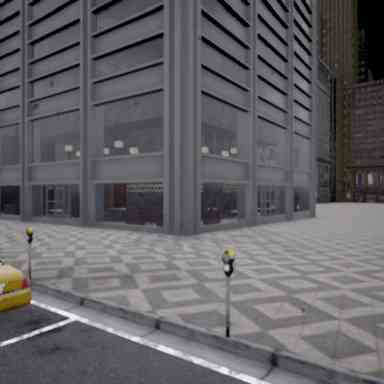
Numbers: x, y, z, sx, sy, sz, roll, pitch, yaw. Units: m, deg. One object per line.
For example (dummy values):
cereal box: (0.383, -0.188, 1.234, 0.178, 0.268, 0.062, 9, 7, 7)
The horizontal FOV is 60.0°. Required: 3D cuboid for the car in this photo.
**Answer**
car: (-5.084, 1.549, 6.611, 4.829, 1.417, 1.752, 0, 0, 36)
